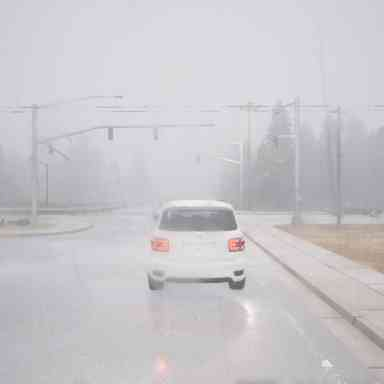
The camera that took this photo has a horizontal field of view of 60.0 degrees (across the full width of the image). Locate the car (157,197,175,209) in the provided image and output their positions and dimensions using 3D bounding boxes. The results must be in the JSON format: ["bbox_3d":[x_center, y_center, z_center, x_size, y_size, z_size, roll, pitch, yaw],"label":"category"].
[{"bbox_3d":[-3.589,1.492,46.178,2.128,1.511,4.902,0,0,0],"label":"car"}]

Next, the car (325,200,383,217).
[{"bbox_3d":[14.897,1.518,30.628,4.902,1.511,2.128,0,0,1],"label":"car"}]

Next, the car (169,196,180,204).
[{"bbox_3d":[-3.426,1.564,66.723,1.994,1.385,4.181,0,0,0],"label":"car"}]

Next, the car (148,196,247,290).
[{"bbox_3d":[0.066,1.218,9.220,2.150,2.045,5.566,0,0,-2],"label":"car"}]

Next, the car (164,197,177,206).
[{"bbox_3d":[-3.564,1.564,56.019,1.994,1.385,4.181,0,0,0],"label":"car"}]
